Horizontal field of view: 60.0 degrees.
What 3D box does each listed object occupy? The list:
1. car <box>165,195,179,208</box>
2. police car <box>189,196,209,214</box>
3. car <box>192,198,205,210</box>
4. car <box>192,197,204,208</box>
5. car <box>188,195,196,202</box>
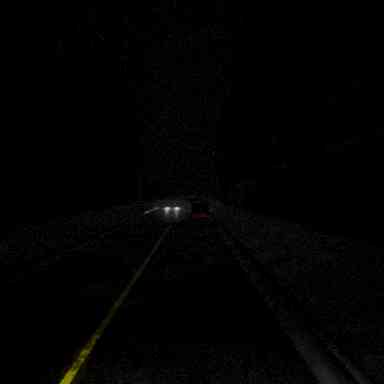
[{"bbox_3d":[-3.071,1.663,52.567,1.837,1.490,4.892,0,-1,0],"label":"car"},{"bbox_3d":[0.896,1.530,36.957,1.930,1.638,5.238,0,0,0],"label":"police car"},{"bbox_3d":[0.895,1.663,46.847,1.812,1.442,4.674,0,0,0],"label":"car"},{"bbox_3d":[0.894,1.636,52.848,1.882,1.535,5.008,0,0,0],"label":"car"},{"bbox_3d":[-0.009,1.691,86.982,1.882,1.535,5.008,0,0,0],"label":"car"}]
